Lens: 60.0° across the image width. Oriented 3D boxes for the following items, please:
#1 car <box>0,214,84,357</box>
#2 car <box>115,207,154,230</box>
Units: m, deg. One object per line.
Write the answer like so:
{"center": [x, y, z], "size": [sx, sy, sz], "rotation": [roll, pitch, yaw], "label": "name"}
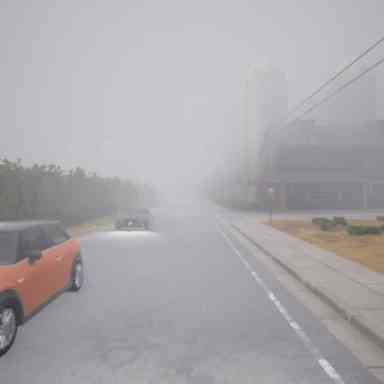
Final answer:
{"center": [-3.604, 1.372, 6.004], "size": [2.097, 1.767, 4.553], "rotation": [0, 0, 0], "label": "car"}
{"center": [-3.568, 1.628, 21.287], "size": [1.994, 1.385, 4.181], "rotation": [0, 0, 0], "label": "car"}
